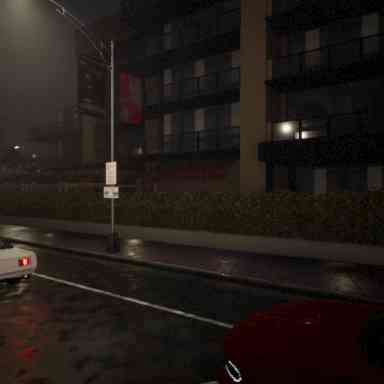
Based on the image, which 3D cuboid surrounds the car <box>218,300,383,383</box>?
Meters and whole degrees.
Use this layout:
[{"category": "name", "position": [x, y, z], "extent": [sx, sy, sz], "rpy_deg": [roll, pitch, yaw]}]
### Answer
[{"category": "car", "position": [2.550, 1.478, 2.266], "extent": [5.008, 1.535, 1.882], "rpy_deg": [0, 0, 35]}]

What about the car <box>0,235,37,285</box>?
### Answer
[{"category": "car", "position": [-5.957, 1.601, 8.263], "extent": [4.718, 1.301, 1.895], "rpy_deg": [0, 0, 36]}]
